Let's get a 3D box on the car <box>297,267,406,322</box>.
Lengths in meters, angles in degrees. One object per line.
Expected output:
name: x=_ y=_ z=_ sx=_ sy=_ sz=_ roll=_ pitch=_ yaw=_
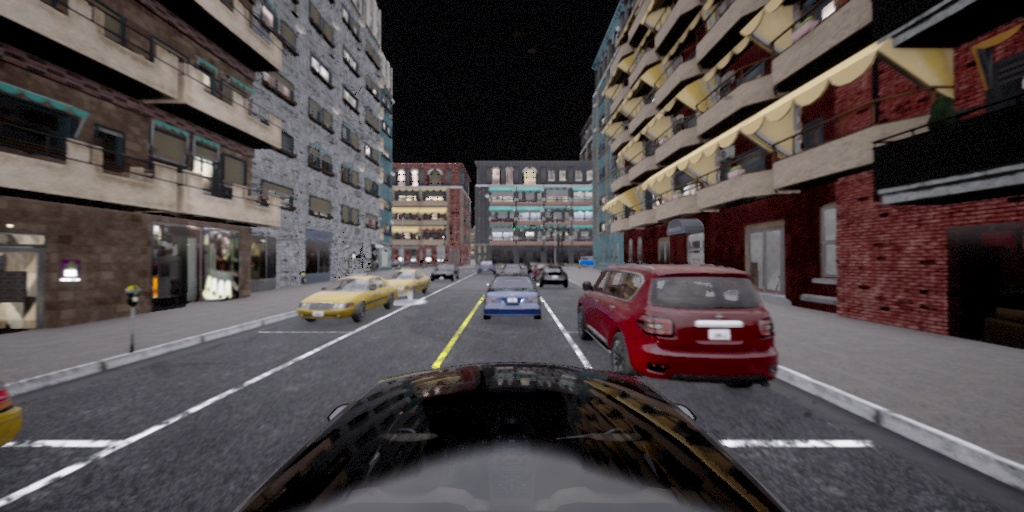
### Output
car: x=-5.306 y=1.257 z=12.211 sx=1.751 sy=1.417 sz=4.829 roll=0 pitch=0 yaw=0

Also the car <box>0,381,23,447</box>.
car: x=-5.320 y=1.276 z=1.084 sx=1.751 sy=1.417 sz=4.829 roll=0 pitch=0 yaw=0

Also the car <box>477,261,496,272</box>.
car: x=-2.805 y=1.234 z=40.112 sx=1.812 sy=1.442 sz=4.674 roll=0 pitch=0 yaw=1

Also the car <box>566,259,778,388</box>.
car: x=2.565 y=1.055 z=6.845 sx=2.192 sy=1.841 sz=5.009 roll=0 pitch=0 yaw=0

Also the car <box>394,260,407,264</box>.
car: x=-19.703 y=1.412 z=59.750 sx=4.403 sy=1.370 sz=2.007 roll=0 pitch=0 yaw=0

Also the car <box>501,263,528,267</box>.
car: x=0.043 y=1.278 z=30.023 sx=1.994 sy=1.385 sz=4.181 roll=0 pitch=0 yaw=1

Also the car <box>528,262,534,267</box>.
car: x=2.563 y=1.258 z=29.099 sx=1.888 sy=1.381 sz=4.507 roll=0 pitch=0 yaw=0

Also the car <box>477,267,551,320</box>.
car: x=0.023 y=1.279 z=12.559 sx=2.033 sy=1.411 sz=5.357 roll=0 pitch=0 yaw=0

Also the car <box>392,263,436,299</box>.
car: x=-5.297 y=1.250 z=17.775 sx=1.751 sy=1.417 sz=4.829 roll=0 pitch=0 yaw=0

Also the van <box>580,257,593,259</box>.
van: x=13.082 y=0.992 z=59.798 sx=3.998 sy=1.789 sz=1.690 roll=0 pitch=0 yaw=0

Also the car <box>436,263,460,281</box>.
car: x=-5.284 y=1.279 z=29.074 sx=1.948 sy=1.339 sz=4.313 roll=0 pitch=0 yaw=0

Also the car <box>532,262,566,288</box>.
car: x=2.564 y=1.284 z=23.534 sx=1.948 sy=1.339 sz=4.313 roll=0 pitch=0 yaw=0

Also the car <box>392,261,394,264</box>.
car: x=-19.659 y=1.216 z=51.611 sx=4.097 sy=1.591 sz=1.967 roll=0 pitch=0 yaw=0
